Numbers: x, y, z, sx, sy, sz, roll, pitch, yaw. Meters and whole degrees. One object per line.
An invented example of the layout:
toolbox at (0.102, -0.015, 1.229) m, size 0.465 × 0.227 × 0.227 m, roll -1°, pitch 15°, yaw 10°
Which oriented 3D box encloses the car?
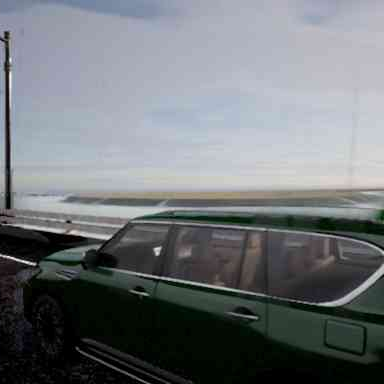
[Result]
car at (0.198, 1.179, 4.015) m, size 5.566 × 2.045 × 2.150 m, roll 0°, pitch 1°, yaw 37°
